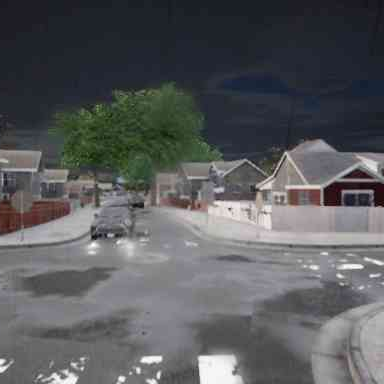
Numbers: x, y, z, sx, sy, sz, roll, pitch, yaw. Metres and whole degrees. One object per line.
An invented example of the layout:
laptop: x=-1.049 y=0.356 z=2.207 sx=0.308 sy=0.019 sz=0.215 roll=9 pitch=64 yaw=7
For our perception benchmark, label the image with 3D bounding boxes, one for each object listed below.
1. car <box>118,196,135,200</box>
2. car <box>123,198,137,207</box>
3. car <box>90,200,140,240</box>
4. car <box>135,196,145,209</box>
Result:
car: x=-8.718 y=1.707 z=41.909 sx=2.097 sy=1.767 sz=4.553 roll=0 pitch=0 yaw=-15
car: x=-11.698 y=2.002 z=62.601 sx=2.128 sy=1.511 sz=4.902 roll=0 pitch=0 yaw=-15
car: x=-4.149 y=1.509 z=18.115 sx=2.097 sy=1.767 sz=4.553 roll=0 pitch=0 yaw=-7
car: x=-8.865 y=1.647 z=52.645 sx=2.150 sy=2.045 sz=5.566 roll=0 pitch=0 yaw=-16
